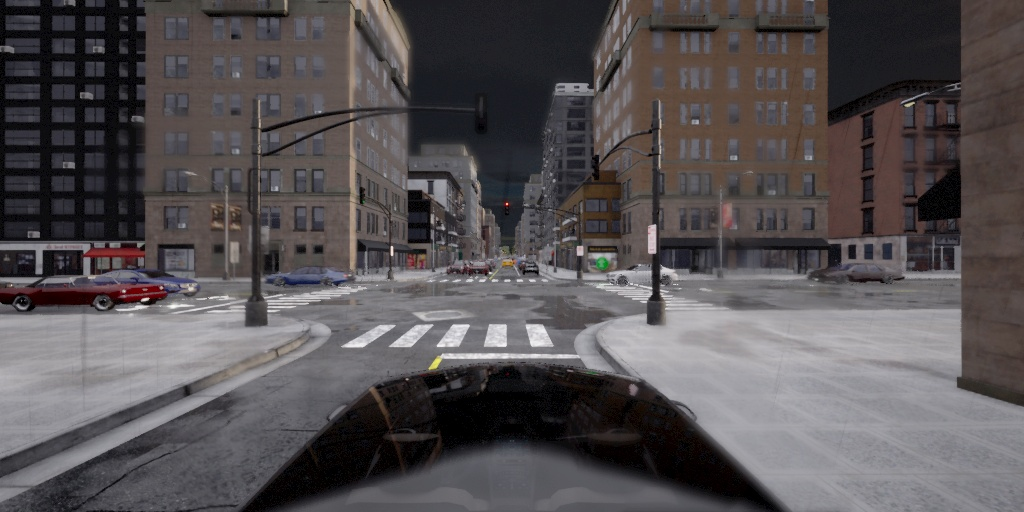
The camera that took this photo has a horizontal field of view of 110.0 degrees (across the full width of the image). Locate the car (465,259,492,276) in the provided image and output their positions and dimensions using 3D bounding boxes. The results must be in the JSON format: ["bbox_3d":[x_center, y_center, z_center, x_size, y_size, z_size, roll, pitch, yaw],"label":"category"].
[{"bbox_3d":[-3.451,1.265,37.858,1.882,1.535,5.008,0,0,0],"label":"car"}]

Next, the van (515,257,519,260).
[{"bbox_3d":[1.869,1.173,61.763,1.690,1.789,3.998,0,0,0],"label":"van"}]

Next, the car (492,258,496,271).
[{"bbox_3d":[-3.515,1.308,47.451,1.837,1.490,4.892,0,0,0],"label":"car"}]

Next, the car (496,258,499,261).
[{"bbox_3d":[-3.576,1.424,57.591,1.895,1.301,4.718,0,0,0],"label":"car"}]

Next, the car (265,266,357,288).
[{"bbox_3d":[-13.359,1.355,24.008,5.357,1.411,2.033,0,0,-1],"label":"car"}]

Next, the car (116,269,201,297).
[{"bbox_3d":[-17.737,1.337,17.247,4.674,1.442,1.812,0,0,1],"label":"car"}]

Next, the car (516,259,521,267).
[{"bbox_3d":[1.947,1.391,50.743,1.802,1.307,4.207,0,0,0],"label":"car"}]

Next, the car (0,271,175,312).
[{"bbox_3d":[-16.565,1.401,14.018,4.718,1.301,1.895,0,0,-1],"label":"car"}]

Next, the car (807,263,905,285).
[{"bbox_3d":[23.412,1.204,24.455,5.357,1.411,2.033,0,0,-1],"label":"car"}]

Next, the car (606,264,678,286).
[{"bbox_3d":[8.734,1.244,24.280,4.674,1.442,1.812,0,0,-1],"label":"car"}]

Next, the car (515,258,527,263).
[{"bbox_3d":[1.908,1.386,56.253,1.948,1.339,4.313,0,0,0],"label":"car"}]

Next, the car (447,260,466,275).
[{"bbox_3d":[-6.001,1.229,39.664,1.967,1.591,4.097,0,0,0],"label":"car"}]

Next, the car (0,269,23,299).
[{"bbox_3d":[-27.462,1.397,17.133,5.357,1.411,2.033,0,0,-1],"label":"car"}]

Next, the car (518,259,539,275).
[{"bbox_3d":[2.024,1.355,39.720,1.948,1.339,4.313,0,0,0],"label":"car"}]
